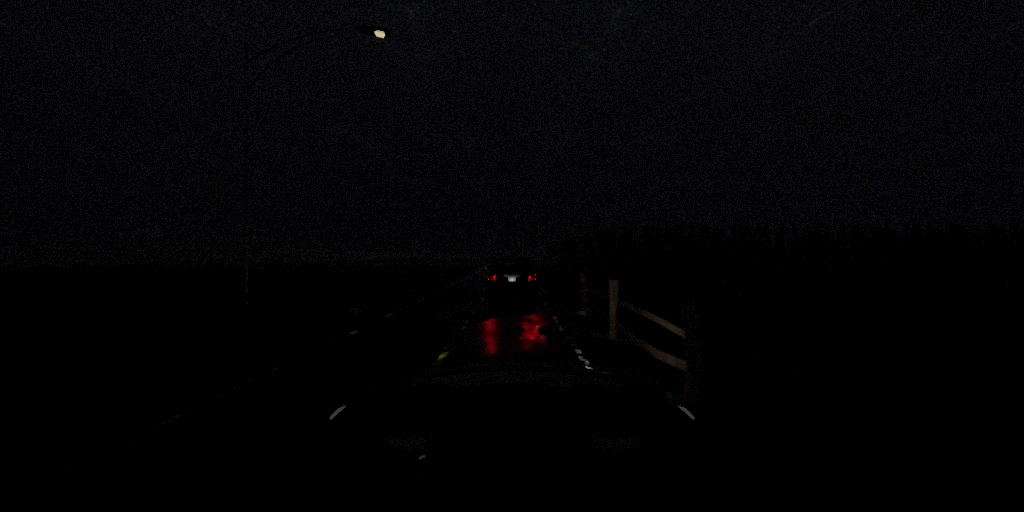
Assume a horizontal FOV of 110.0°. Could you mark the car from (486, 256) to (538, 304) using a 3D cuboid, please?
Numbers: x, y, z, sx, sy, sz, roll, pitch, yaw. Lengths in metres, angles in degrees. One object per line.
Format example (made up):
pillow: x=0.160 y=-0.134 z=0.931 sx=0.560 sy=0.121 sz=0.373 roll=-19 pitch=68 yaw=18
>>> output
car: x=0.000 y=1.000 z=16.531 sx=2.150 sy=2.045 sz=5.566 roll=0 pitch=0 yaw=0
